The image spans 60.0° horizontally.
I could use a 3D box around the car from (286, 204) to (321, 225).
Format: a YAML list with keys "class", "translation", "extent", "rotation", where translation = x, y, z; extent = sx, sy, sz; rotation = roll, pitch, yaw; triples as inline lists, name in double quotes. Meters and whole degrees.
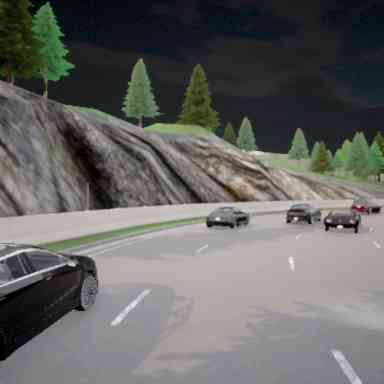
- class: "car"
  translation: [8.935, 1.696, 26.326]
  extent: [1.837, 1.490, 4.892]
  rotation: [0, 0, 34]

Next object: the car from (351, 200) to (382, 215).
- class: "car"
  translation: [19.829, 1.650, 37.889]
  extent: [4.553, 1.767, 2.097]
  rotation: [0, 0, -43]

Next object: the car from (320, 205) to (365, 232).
- class: "car"
  translation: [9.796, 1.765, 21.400]
  extent: [1.895, 1.301, 4.718]
  rotation: [0, 0, 30]

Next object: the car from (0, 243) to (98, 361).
- class: "car"
  translation: [-3.030, 1.514, 5.011]
  extent: [2.128, 1.511, 4.902]
  rotation: [0, 0, 6]

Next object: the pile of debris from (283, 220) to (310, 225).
- class: "pile of debris"
  translation: [8.126, 2.361, 25.844]
  extent: [1.500, 0.140, 1.860]
  rotation: [0, 0, 34]

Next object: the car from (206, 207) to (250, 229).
- class: "car"
  translation: [2.560, 1.715, 23.006]
  extent: [1.994, 1.385, 4.181]
  rotation: [0, 0, 27]
